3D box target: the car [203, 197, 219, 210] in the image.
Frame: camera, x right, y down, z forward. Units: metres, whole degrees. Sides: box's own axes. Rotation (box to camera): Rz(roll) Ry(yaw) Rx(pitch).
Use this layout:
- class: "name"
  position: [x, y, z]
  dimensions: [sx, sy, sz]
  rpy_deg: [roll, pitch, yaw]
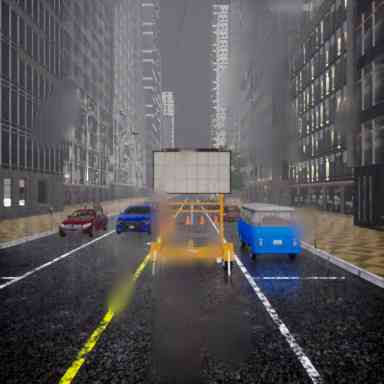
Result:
- class: "car"
  position: [2.682, 1.573, 40.731]
  dimensions: [1.802, 1.307, 4.206]
  rpy_deg: [0, 0, 0]

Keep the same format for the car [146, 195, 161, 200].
- class: "car"
  position: [-5.700, 1.539, 46.425]
  dimensions: [2.008, 1.369, 4.403]
  rpy_deg: [0, 0, 0]

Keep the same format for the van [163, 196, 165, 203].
- class: "van"
  position: [-5.701, 1.318, 57.810]
  dimensions: [1.690, 1.788, 3.998]
  rpy_deg: [0, 0, 0]

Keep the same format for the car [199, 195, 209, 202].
- class: "car"
  position: [2.676, 1.387, 74.885]
  dimensions: [1.967, 1.590, 4.097]
  rpy_deg: [0, 0, 0]

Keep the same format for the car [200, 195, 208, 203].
- class: "car"
  position: [2.680, 1.534, 52.116]
  dimensions: [2.008, 1.369, 4.403]
  rpy_deg: [0, 0, 0]

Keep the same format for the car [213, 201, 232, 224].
- class: "car"
  position: [2.685, 1.577, 23.653]
  dimensions: [1.802, 1.307, 4.206]
  rpy_deg: [0, 0, 0]

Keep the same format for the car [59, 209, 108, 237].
- class: "car"
  position: [-5.695, 1.578, 17.962]
  dimensions: [1.802, 1.307, 4.206]
  rpy_deg: [0, 0, 0]

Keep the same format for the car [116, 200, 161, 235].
- class: "car"
  position: [-3.004, 1.474, 19.063]
  dimensions: [1.882, 1.535, 5.008]
  rpy_deg: [0, 0, 0]

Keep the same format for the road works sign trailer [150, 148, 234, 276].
- class: "road works sign trailer"
  position: [-0.002, 0.462, 10.287]
  dimensions: [2.380, 3.560, 2.880]
  rpy_deg: [0, 0, 0]

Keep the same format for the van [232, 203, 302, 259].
- class: "van"
  position: [2.687, 1.339, 12.269]
  dimensions: [1.690, 1.788, 3.998]
  rpy_deg: [0, 0, 0]
